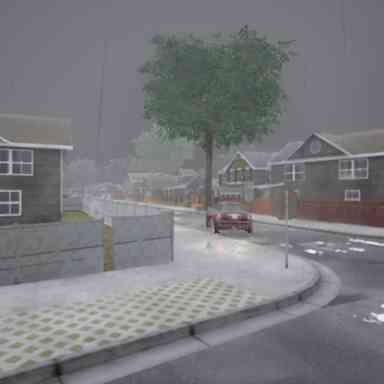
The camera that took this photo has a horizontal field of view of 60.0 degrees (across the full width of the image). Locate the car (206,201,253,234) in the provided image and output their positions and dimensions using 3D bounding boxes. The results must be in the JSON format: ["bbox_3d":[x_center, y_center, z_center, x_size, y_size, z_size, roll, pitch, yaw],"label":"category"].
[{"bbox_3d":[2.081,1.347,19.452,2.097,1.767,4.553,1,0,-4],"label":"car"}]
